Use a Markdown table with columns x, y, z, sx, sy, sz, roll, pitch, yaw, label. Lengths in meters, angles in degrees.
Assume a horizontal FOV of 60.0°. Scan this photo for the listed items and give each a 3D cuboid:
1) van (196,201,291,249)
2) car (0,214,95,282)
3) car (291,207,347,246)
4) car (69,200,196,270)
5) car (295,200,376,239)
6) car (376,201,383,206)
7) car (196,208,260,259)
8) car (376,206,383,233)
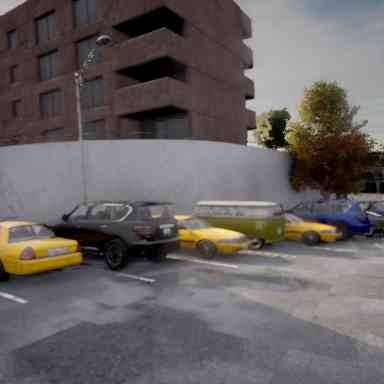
| x | y | z | sx | sy | sz | roll | pitch | yaw | label |
| --- | --- | --- | --- | --- | --- | --- | --- | --- | --- |
| 1.855 | 1.407 | 15.038 | 4.442 | 1.987 | 1.878 | -1 | -1 | 35 | van |
| -5.508 | 1.510 | 9.856 | 5.366 | 1.575 | 1.946 | -1 | -1 | 35 | car |
| 4.540 | 1.677 | 16.612 | 5.366 | 1.575 | 1.946 | -1 | -2 | 34 | car |
| -2.942 | 1.295 | 11.504 | 5.566 | 2.045 | 2.435 | -1 | -1 | 35 | car |
| 6.798 | 1.482 | 18.479 | 5.566 | 2.045 | 2.435 | -1 | -1 | 35 | car |
| 11.712 | 1.585 | 21.953 | 5.566 | 2.045 | 2.435 | -1 | -1 | 35 | car |
| -0.330 | 1.582 | 13.121 | 5.366 | 1.575 | 1.946 | -1 | -2 | 35 | car |
| 9.270 | 1.785 | 20.197 | 4.892 | 1.521 | 2.231 | -1 | -1 | 35 | car |
